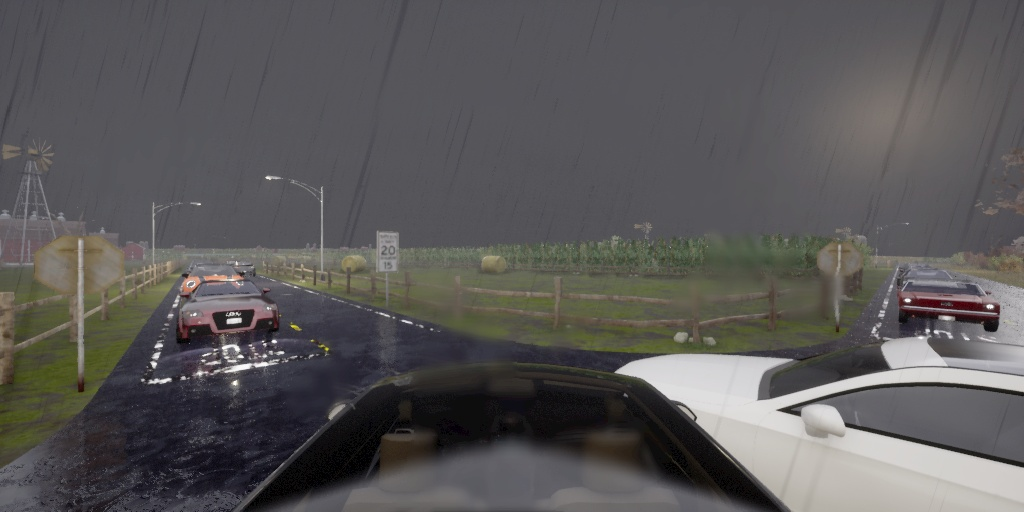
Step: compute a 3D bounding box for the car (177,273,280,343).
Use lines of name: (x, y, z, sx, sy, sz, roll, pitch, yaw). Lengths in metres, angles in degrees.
car: (-7.906, 1.352, 9.946, 1.994, 1.385, 4.181, 0, 0, -42)

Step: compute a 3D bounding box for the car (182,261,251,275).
car: (-13.658, 1.134, 16.451, 2.097, 1.767, 4.553, 0, 0, -42)

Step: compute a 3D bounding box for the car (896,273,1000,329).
car: (13.558, 1.392, 11.342, 4.718, 1.301, 1.895, 0, 1, -43)

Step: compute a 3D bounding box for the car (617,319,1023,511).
car: (2.846, 1.293, 2.320, 1.812, 1.442, 4.674, 0, 1, -44)

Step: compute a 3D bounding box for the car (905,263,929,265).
car: (27.437, 1.387, 24.110, 4.181, 1.385, 1.994, 0, 1, -43)

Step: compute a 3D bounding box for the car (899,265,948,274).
car: (20.659, 1.353, 17.880, 5.357, 1.411, 2.033, 0, 1, -43)

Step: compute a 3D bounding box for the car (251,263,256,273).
car: (-26.852, 1.269, 35.729, 2.128, 1.511, 4.902, 0, 0, -41)

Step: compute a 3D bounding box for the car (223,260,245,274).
car: (-33.546, 1.288, 43.211, 1.837, 1.490, 4.892, 0, 0, -41)
